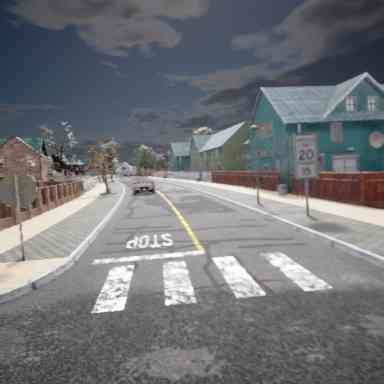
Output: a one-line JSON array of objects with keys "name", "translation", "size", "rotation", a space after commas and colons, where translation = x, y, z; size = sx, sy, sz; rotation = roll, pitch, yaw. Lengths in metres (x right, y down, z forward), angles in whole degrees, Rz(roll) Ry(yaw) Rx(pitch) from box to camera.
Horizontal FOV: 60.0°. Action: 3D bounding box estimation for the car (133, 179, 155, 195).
[{"name": "car", "translation": [-4.577, -0.533, 31.383], "size": [1.994, 1.385, 4.181], "rotation": [-4, 4, -10]}]
